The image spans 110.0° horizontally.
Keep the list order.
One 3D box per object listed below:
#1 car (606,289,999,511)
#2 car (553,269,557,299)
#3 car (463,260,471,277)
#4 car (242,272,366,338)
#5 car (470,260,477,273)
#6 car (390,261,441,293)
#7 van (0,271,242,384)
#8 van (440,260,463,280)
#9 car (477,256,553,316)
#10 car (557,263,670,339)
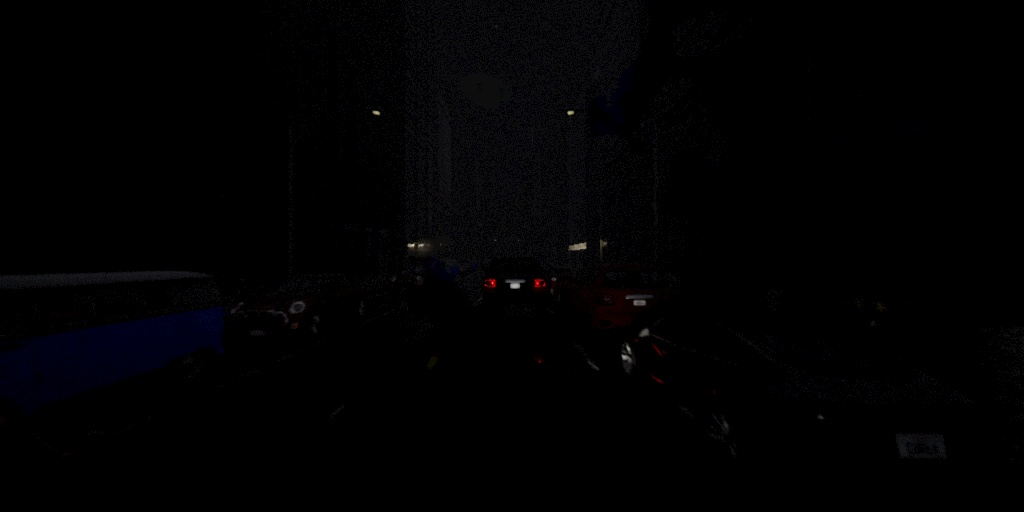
[{"bbox_3d":[2.760,1.329,4.488,1.948,1.339,4.313,0,0,0],"label":"car"},{"bbox_3d":[2.755,1.361,15.761,1.888,1.381,4.507,0,0,0],"label":"car"},{"bbox_3d":[-5.781,1.448,38.124,1.751,1.417,4.829,0,0,0],"label":"car"},{"bbox_3d":[-5.768,1.229,10.111,1.967,1.591,4.097,0,0,0],"label":"car"},{"bbox_3d":[-5.784,1.502,43.930,2.007,1.370,4.403,0,0,0],"label":"car"},{"bbox_3d":[-5.773,1.282,21.384,1.967,1.591,4.097,0,0,0],"label":"car"},{"bbox_3d":[-5.765,1.103,4.474,1.690,1.789,3.998,0,0,0],"label":"van"},{"bbox_3d":[-5.779,1.236,32.657,1.690,1.789,3.998,0,0,0],"label":"van"},{"bbox_3d":[0.093,1.028,13.753,2.150,2.045,5.566,0,0,0],"label":"car"},{"bbox_3d":[2.758,1.105,10.124,2.192,1.841,5.009,0,0,0],"label":"car"}]
